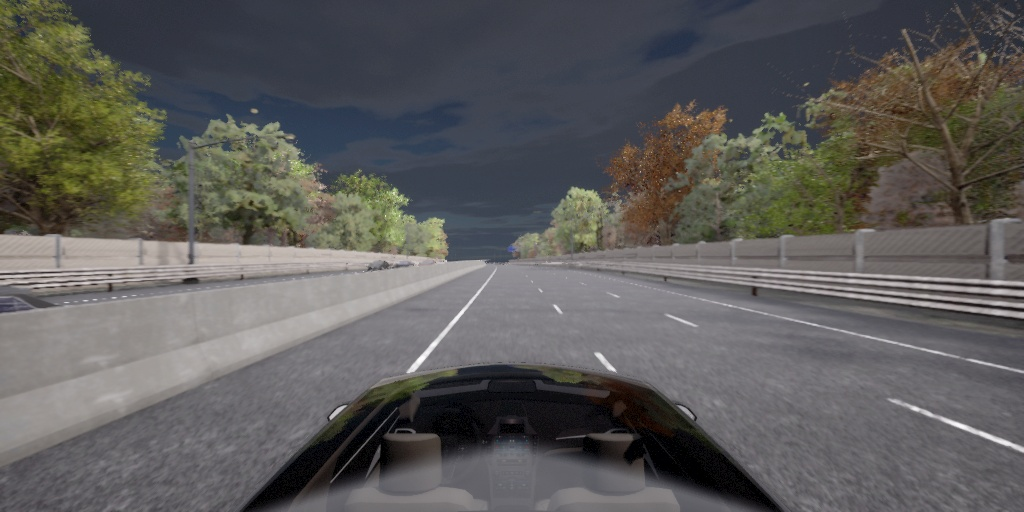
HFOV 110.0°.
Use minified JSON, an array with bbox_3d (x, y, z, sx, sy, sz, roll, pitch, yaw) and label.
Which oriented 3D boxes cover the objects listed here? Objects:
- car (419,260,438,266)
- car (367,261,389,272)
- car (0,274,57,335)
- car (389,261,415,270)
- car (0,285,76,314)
[{"bbox_3d":[-11.133,1.331,48.077,1.882,1.535,5.008,0,0,-1],"label":"car"},{"bbox_3d":[-18.157,1.373,49.072,1.837,1.490,4.892,0,0,-1],"label":"car"},{"bbox_3d":[-14.109,1.263,7.834,2.128,1.511,4.902,0,0,0],"label":"car"},{"bbox_3d":[-14.650,1.415,49.189,2.033,1.411,5.357,0,0,-1],"label":"car"},{"bbox_3d":[-10.603,1.367,6.426,1.895,1.301,4.718,0,0,0],"label":"car"}]
